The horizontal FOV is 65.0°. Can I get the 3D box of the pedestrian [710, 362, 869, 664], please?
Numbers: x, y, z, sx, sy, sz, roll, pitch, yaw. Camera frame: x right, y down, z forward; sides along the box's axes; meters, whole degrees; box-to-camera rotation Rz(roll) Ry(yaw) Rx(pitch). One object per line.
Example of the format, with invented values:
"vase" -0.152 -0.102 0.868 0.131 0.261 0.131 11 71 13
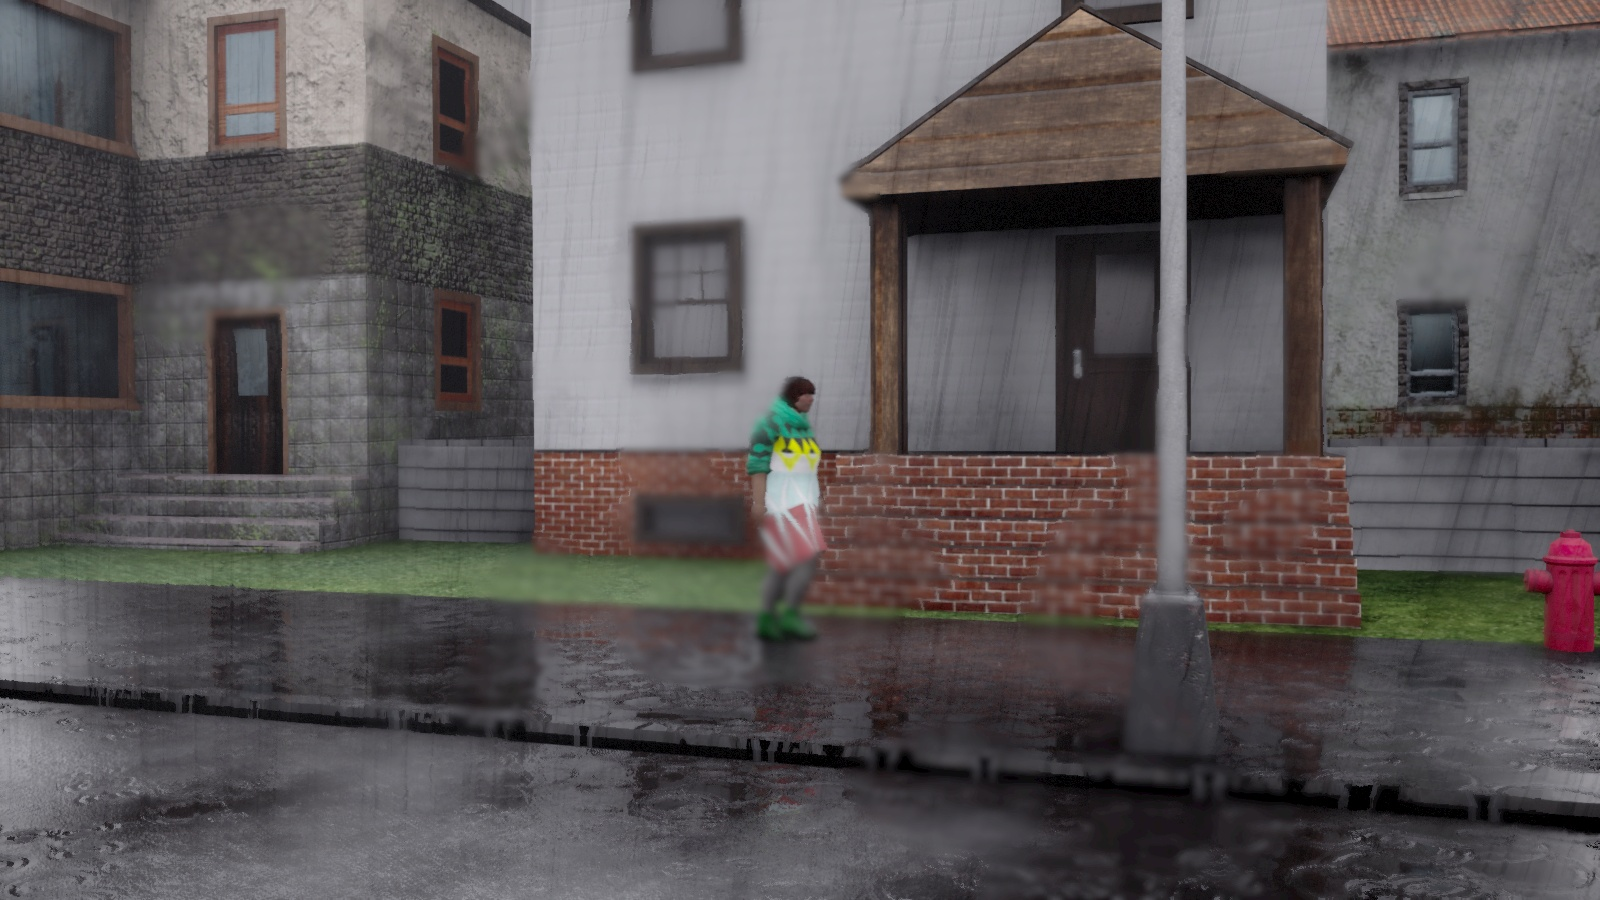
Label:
"pedestrian" -0.068 0.398 8.593 0.873 1.952 0.659 1 1 29
